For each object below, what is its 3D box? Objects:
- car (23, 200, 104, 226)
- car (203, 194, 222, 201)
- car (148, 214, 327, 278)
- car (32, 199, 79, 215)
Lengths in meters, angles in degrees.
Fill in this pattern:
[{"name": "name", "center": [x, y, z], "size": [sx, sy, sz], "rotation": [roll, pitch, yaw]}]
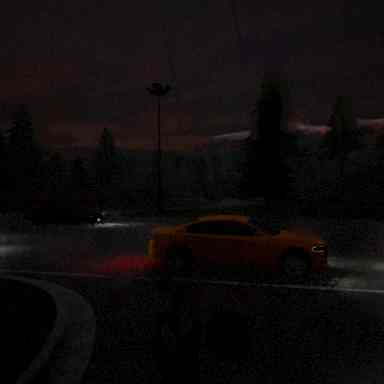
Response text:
[{"name": "car", "center": [-8.797, 1.490, 22.747], "size": [5.357, 1.411, 2.033], "rotation": [0, 0, 13]}, {"name": "car", "center": [4.215, 1.149, 69.145], "size": [1.994, 1.385, 4.181], "rotation": [-1, 0, -40]}, {"name": "car", "center": [1.235, 1.415, 9.641], "size": [5.008, 1.535, 1.882], "rotation": [-1, 0, 13]}, {"name": "car", "center": [-13.565, 1.485, 33.244], "size": [4.181, 1.385, 1.994], "rotation": [-1, 0, -16]}]
